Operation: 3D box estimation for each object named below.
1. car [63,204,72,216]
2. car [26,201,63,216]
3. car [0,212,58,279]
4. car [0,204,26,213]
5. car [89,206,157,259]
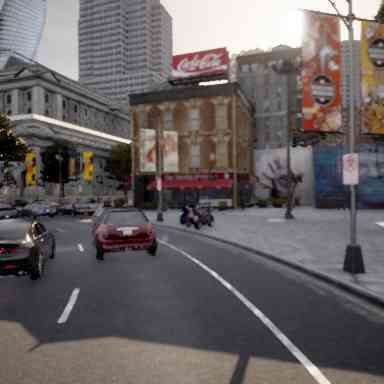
[{"bbox_3d":[-15.489,1.712,36.030,4.674,1.452,2.002,-1,0,39],"label":"car"},{"bbox_3d":[-14.439,1.727,30.933,5.357,1.411,2.033,-1,0,44],"label":"car"},{"bbox_3d":[-5.290,1.571,9.967,1.837,1.490,4.892,0,0,-16],"label":"car"},{"bbox_3d":[-15.583,1.686,27.011,2.128,1.511,4.902,-1,0,-43],"label":"car"},{"bbox_3d":[-2.815,1.385,13.145,2.097,1.767,4.553,-1,0,-18],"label":"car"}]
